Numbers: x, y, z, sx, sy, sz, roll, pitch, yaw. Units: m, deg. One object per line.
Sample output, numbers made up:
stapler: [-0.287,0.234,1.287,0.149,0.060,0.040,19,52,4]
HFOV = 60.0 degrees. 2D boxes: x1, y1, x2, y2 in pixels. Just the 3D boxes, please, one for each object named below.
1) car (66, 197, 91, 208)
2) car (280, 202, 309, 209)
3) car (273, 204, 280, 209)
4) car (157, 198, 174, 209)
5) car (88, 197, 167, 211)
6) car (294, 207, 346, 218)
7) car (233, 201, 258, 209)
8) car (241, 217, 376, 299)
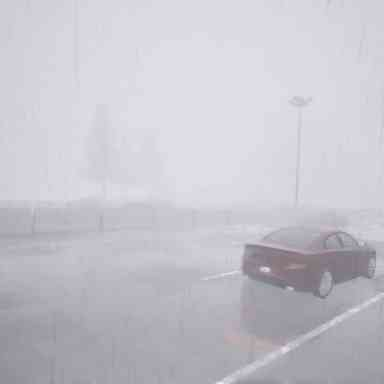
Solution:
car: [-10.841,1.181,34.533,4.181,1.385,1.994,3,0,-44]
car: [13.914,2.291,43.184,4.674,1.442,1.812,3,0,-39]
car: [14.947,2.349,52.749,4.892,1.490,1.837,3,-1,-33]
car: [-4.177,1.429,36.079,4.892,1.490,1.837,3,0,-44]
car: [-4.884,1.407,25.705,5.357,1.411,2.033,3,0,-44]
car: [10.227,2.090,25.394,5.357,1.411,2.033,3,0,-44]
car: [8.382,2.107,52.370,4.181,1.385,1.994,3,0,-37]
car: [3.412,1.660,9.137,5.008,1.535,1.882,2,0,-44]
